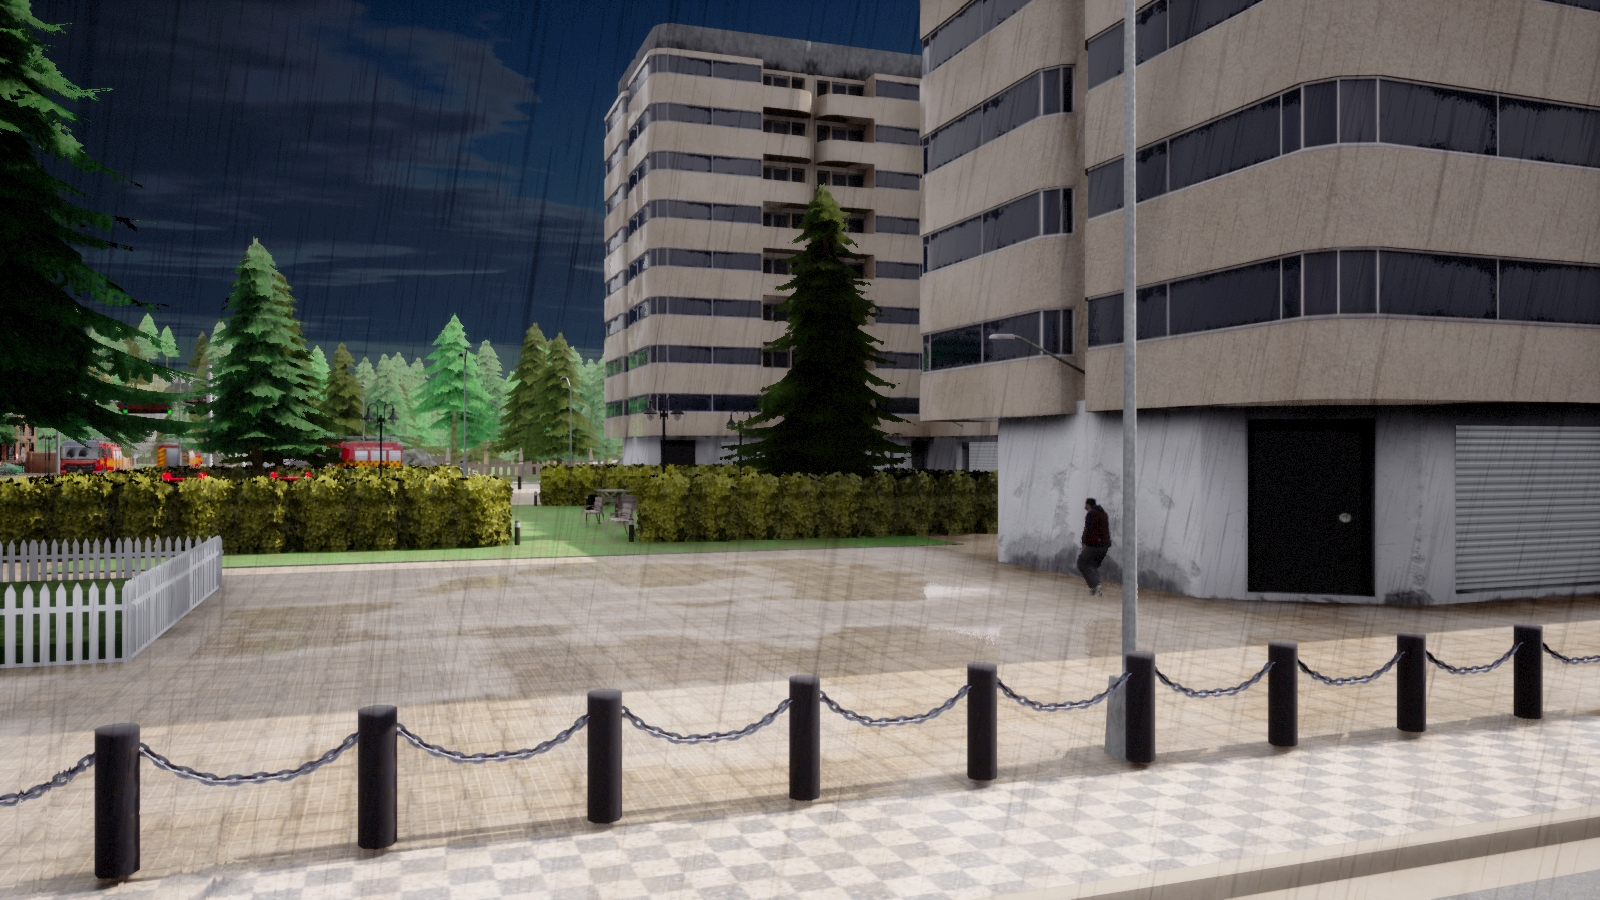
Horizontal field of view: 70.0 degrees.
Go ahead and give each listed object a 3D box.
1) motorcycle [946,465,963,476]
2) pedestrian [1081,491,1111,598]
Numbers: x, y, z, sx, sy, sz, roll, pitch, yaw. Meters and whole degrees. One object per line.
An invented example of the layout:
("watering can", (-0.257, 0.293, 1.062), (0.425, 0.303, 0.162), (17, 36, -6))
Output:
("motorcycle", (16.084, 2.131, 119.009), (0.803, 1.199, 2.033), (0, 0, -20))
("pedestrian", (5.283, 1.672, 20.362), (0.375, 1.860, 0.375), (0, 0, -43))
